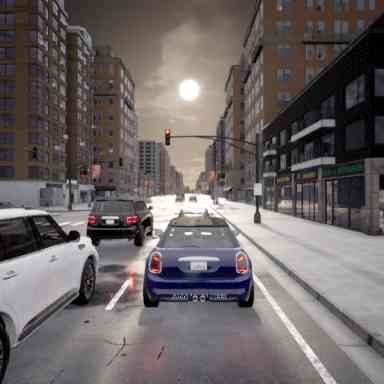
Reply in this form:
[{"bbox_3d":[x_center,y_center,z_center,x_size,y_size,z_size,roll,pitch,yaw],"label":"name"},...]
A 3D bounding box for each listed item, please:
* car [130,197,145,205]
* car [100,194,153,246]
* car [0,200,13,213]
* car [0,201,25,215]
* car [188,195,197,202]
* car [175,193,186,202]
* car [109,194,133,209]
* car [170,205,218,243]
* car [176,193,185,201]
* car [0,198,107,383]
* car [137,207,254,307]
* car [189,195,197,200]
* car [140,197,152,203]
[{"bbox_3d":[-9.625,1.590,59.067,1.994,1.385,4.181,0,0,0],"label":"car"},{"bbox_3d":[-3.100,1.224,15.308,2.150,2.045,5.566,0,0,0],"label":"car"},{"bbox_3d":[-22.028,1.596,36.027,4.313,1.339,1.947,0,0,0],"label":"car"},{"bbox_3d":[-19.441,1.615,33.055,4.718,1.301,1.895,0,0,2],"label":"car"},{"bbox_3d":[0.267,1.568,78.185,1.812,1.442,4.674,0,0,0],"label":"car"},{"bbox_3d":[-2.985,1.583,77.783,2.033,1.411,5.357,0,0,0],"label":"car"},{"bbox_3d":[-9.705,1.240,45.992,2.150,2.045,5.566,0,0,0],"label":"car"},{"bbox_3d":[0.113,1.494,17.182,2.128,1.511,4.902,0,0,1],"label":"car"},{"bbox_3d":[-2.950,1.168,88.235,2.150,2.045,5.566,0,0,0],"label":"car"},{"bbox_3d":[-3.140,1.222,4.955,2.150,2.045,5.566,0,0,1],"label":"car"},{"bbox_3d":[0.125,1.353,8.113,2.097,1.767,4.553,0,0,0],"label":"car"},{"bbox_3d":[0.300,1.496,88.193,1.994,1.385,4.181,0,0,0],"label":"car"},{"bbox_3d":[-9.515,1.632,69.376,1.895,1.301,4.718,0,0,0],"label":"car"}]
